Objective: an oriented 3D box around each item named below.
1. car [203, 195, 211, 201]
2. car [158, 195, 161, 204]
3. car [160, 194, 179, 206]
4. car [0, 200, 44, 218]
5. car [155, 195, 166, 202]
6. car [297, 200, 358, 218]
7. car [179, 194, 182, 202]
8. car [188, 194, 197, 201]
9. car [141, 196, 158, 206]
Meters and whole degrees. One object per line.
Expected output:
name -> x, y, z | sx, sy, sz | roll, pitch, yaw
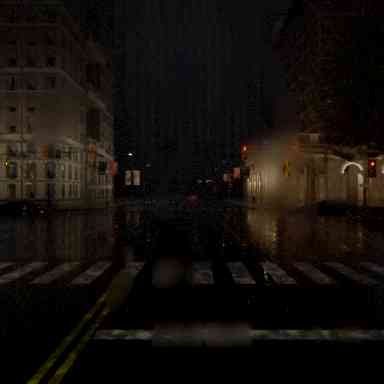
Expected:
car -> 3.633, 1.464, 78.607 | 2.033, 1.411, 5.357 | 0, 0, 1
car -> -7.049, 1.564, 63.785 | 1.994, 1.385, 4.181 | 0, 0, 2
car -> -3.584, 1.505, 54.260 | 1.837, 1.490, 4.892 | 0, 0, 1
car -> -15.742, 1.505, 29.527 | 4.892, 1.490, 1.837 | 0, 0, 0
car -> -6.913, 1.500, 73.914 | 1.837, 1.490, 4.892 | 0, 0, 1
car -> 11.901, 1.477, 29.389 | 5.008, 1.535, 1.882 | 0, 0, 0
car -> -3.534, 1.547, 64.503 | 2.033, 1.411, 5.357 | 0, 0, 2
car -> 0.133, 1.279, 78.610 | 2.097, 1.767, 4.553 | 0, 0, 1
car -> -7.085, 1.505, 54.279 | 1.837, 1.490, 4.892 | 0, 0, 0
